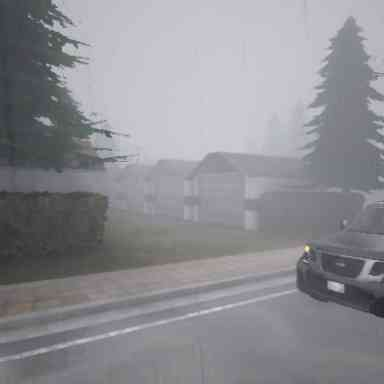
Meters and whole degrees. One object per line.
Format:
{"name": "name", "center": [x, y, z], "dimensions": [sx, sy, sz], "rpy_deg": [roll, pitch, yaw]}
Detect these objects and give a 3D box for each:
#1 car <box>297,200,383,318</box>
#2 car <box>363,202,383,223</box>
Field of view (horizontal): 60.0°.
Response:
{"name": "car", "center": [4.660, 1.190, 6.906], "dimensions": [5.566, 2.045, 2.150], "rpy_deg": [0, 1, -33]}
{"name": "car", "center": [14.394, 1.467, 23.064], "dimensions": [1.994, 1.385, 4.181], "rpy_deg": [0, 0, -22]}
